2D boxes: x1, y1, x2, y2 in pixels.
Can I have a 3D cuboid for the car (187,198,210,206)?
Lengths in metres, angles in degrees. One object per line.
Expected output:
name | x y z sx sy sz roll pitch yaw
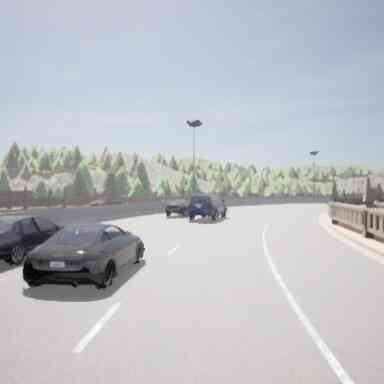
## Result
car | 1.134 1.687 58.055 1.994 1.385 4.181 0 0 35

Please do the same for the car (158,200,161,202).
car | -3.464 1.605 43.487 1.994 1.385 4.181 0 0 27

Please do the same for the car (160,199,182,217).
car | -0.912 1.512 31.489 1.837 1.490 4.892 0 0 20

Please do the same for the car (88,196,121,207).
car | -11.311 1.373 43.260 2.097 1.767 4.553 0 0 25

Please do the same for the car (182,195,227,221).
car | 1.356 1.227 27.574 2.150 2.045 5.566 0 0 19

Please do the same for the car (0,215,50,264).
car | -6.009 1.515 11.611 2.033 1.411 5.357 0 0 8

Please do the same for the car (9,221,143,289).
car | -2.720 1.546 9.222 1.994 1.385 4.181 0 0 6
